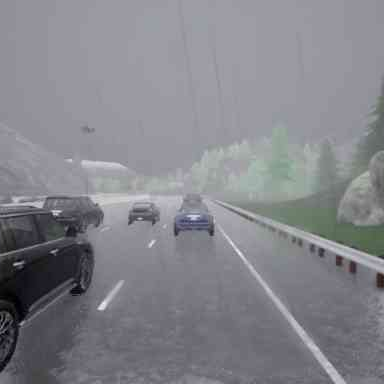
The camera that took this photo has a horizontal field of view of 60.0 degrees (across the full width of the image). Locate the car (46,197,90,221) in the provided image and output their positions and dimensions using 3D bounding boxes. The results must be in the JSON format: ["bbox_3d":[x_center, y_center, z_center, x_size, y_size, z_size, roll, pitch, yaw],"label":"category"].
[{"bbox_3d":[-10.411,1.355,28.391,2.097,1.767,4.553,0,0,0],"label":"car"}]

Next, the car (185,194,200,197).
[{"bbox_3d":[0.083,1.223,38.899,2.150,2.045,5.566,0,0,0],"label":"car"}]

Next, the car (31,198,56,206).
[{"bbox_3d":[-24.563,1.607,55.214,1.895,1.301,4.718,0,0,1],"label":"car"}]

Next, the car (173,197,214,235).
[{"bbox_3d":[0.092,1.353,18.873,2.097,1.767,4.553,0,0,0],"label":"car"}]

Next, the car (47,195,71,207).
[{"bbox_3d":[-21.079,1.357,52.953,2.097,1.767,4.553,0,0,0],"label":"car"}]

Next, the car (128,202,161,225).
[{"bbox_3d":[-3.409,1.506,24.299,1.837,1.490,4.892,0,0,0],"label":"car"}]

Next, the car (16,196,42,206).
[{"bbox_3d":[-28.046,1.484,57.441,1.882,1.535,5.008,0,0,1],"label":"car"}]

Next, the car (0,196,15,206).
[{"bbox_3d":[-31.551,1.511,55.167,1.837,1.490,4.892,0,0,1],"label":"car"}]

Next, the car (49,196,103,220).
[{"bbox_3d":[-6.906,1.223,19.505,2.150,2.045,5.566,0,0,0],"label":"car"}]

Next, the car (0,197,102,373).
[{"bbox_3d":[-3.403,1.222,5.611,2.150,2.045,5.566,0,0,0],"label":"car"}]
